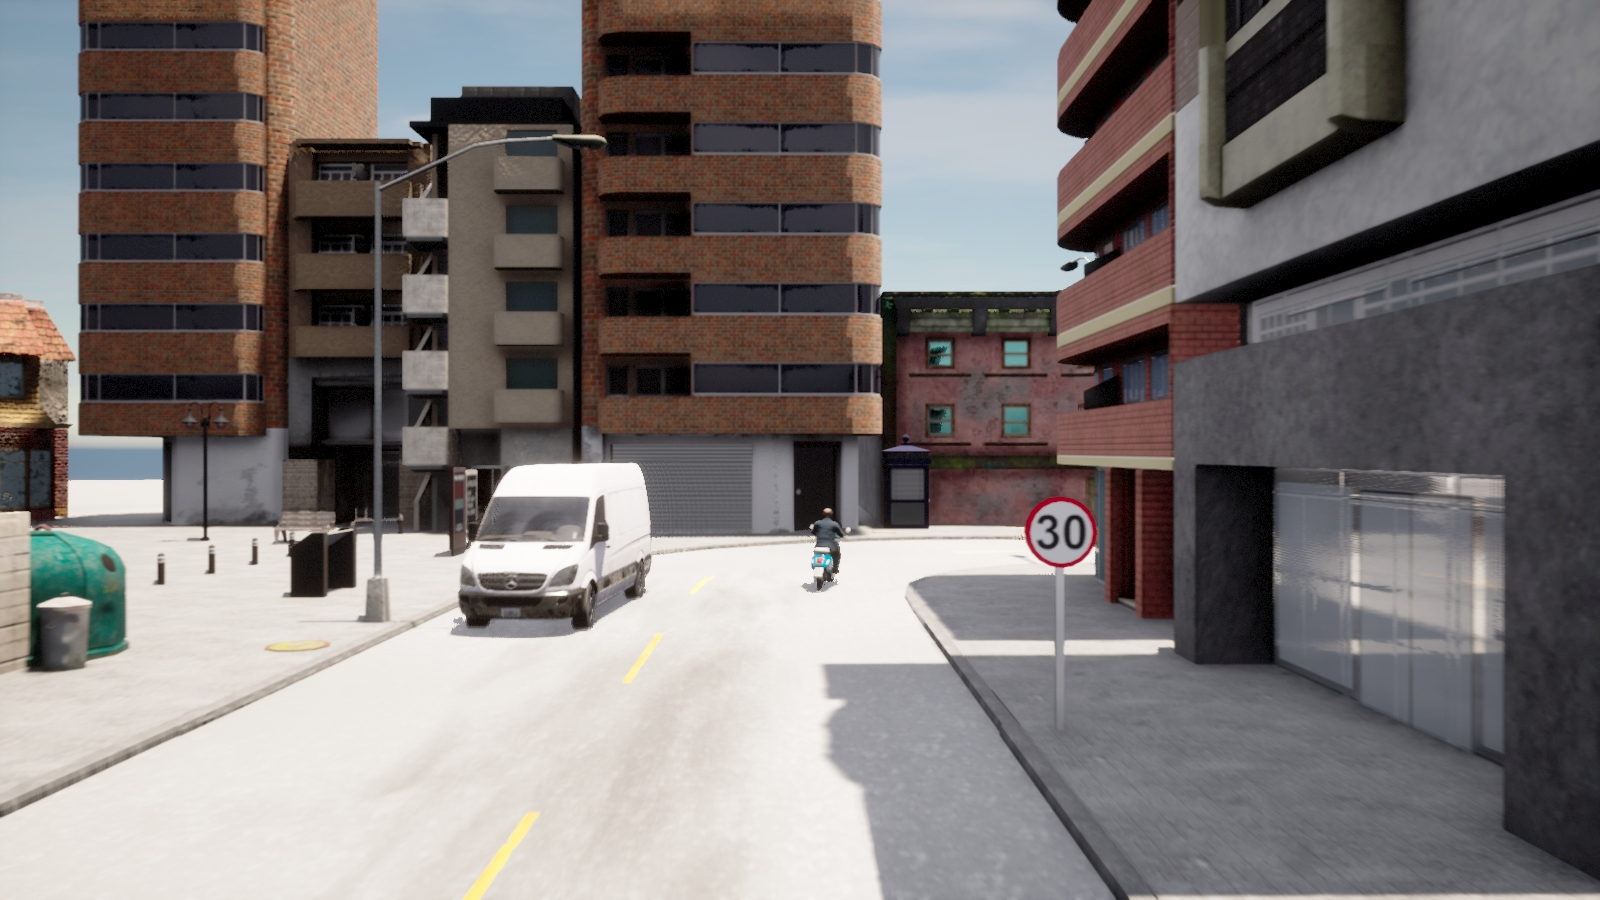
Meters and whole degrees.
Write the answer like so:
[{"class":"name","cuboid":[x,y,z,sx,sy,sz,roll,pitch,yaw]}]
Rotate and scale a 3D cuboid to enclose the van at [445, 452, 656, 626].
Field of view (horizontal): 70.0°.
[{"class":"van","cuboid":[-4.087,1.314,19.904,1.988,2.561,5.915,0,0,4]}]
